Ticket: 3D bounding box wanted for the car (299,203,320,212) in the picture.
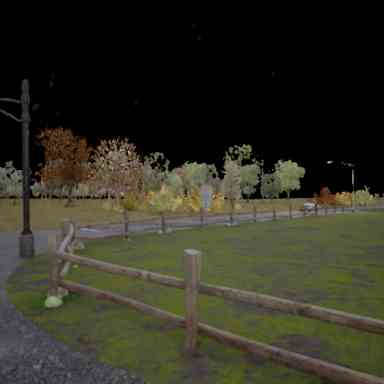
[{"bbox_3d":[18.813,2.439,53.015,2.033,1.411,5.357,-1,-2,40],"label":"car"}]
